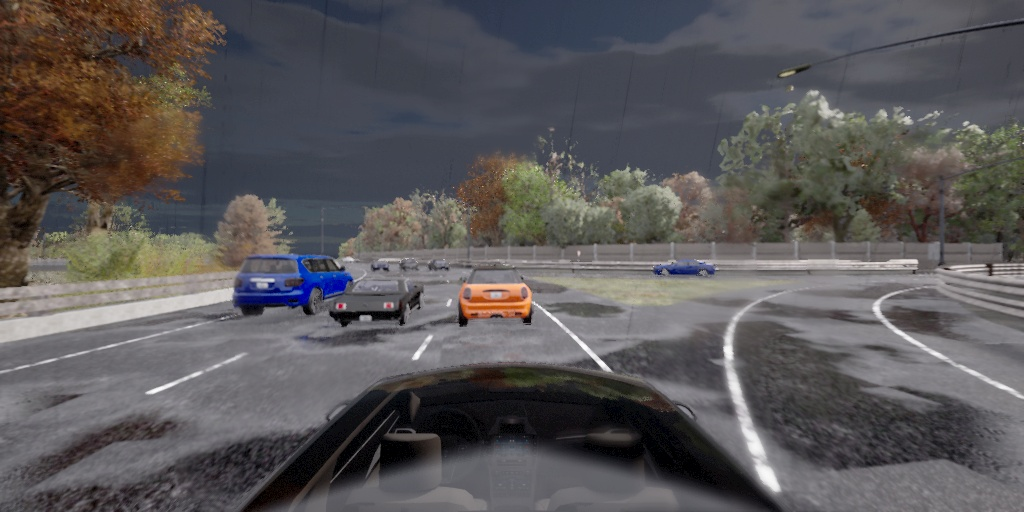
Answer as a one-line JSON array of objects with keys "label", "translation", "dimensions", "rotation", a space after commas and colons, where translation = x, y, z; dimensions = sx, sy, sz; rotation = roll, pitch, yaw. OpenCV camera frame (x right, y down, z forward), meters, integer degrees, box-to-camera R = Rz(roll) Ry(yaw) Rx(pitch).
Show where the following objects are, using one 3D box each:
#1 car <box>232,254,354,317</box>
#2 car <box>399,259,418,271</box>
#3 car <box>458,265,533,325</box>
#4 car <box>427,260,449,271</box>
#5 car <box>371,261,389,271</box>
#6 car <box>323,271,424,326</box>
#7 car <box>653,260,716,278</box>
[{"label": "car", "translation": [-7.742, 0.965, 13.367], "dimensions": [2.150, 2.045, 5.566], "rotation": [0, 0, -6]}, {"label": "car", "translation": [-13.511, 1.156, 46.733], "dimensions": [2.128, 1.511, 4.902], "rotation": [0, 0, -25]}, {"label": "car", "translation": [-0.630, 1.073, 11.866], "dimensions": [2.097, 1.767, 4.553], "rotation": [0, 0, -5]}, {"label": "car", "translation": [-9.618, 1.196, 46.665], "dimensions": [2.033, 1.411, 5.357], "rotation": [0, 0, -25]}, {"label": "car", "translation": [-16.731, 1.281, 45.364], "dimensions": [1.895, 1.301, 4.718], "rotation": [0, 0, -25]}, {"label": "car", "translation": [-4.064, 1.336, 11.624], "dimensions": [1.895, 1.301, 4.718], "rotation": [0, 0, -6]}, {"label": "car", "translation": [15.182, 1.076, 31.812], "dimensions": [5.008, 1.535, 1.882], "rotation": [0, 0, 16]}]
